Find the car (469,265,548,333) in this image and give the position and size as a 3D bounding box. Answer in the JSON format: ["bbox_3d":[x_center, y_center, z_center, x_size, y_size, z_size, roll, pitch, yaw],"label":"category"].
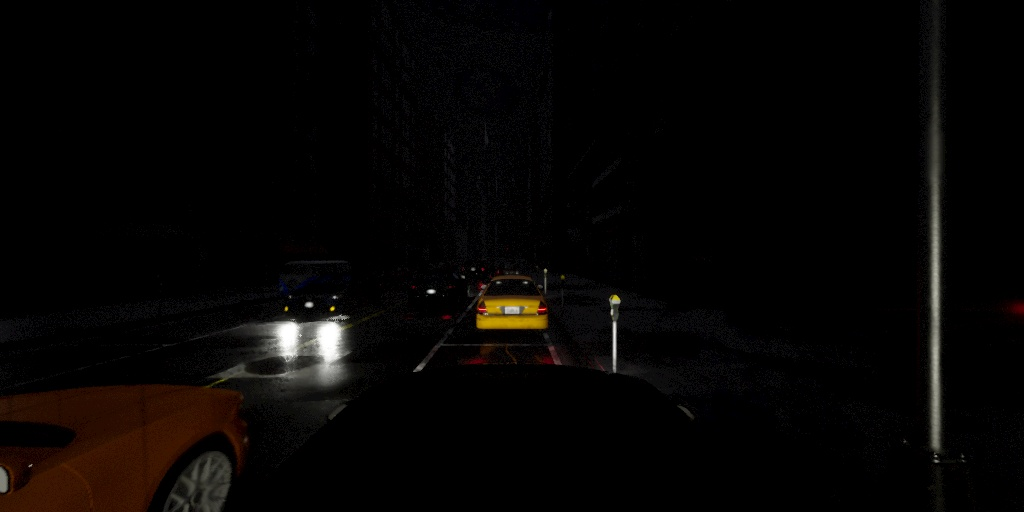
[{"bbox_3d":[0.005,1.207,10.690,1.801,1.575,5.366,0,0,0],"label":"car"}]

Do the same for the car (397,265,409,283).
[{"bbox_3d":[-8.813,1.335,27.331,1.802,1.307,4.207,0,0,0],"label":"car"}]

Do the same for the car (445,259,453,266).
[{"bbox_3d":[-8.814,1.341,43.834,1.802,1.307,4.207,0,0,0],"label":"car"}]

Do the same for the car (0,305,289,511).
[{"bbox_3d":[-3.046,1.228,0.829,1.882,1.535,5.008,0,0,0],"label":"car"}]

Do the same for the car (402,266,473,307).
[{"bbox_3d":[-3.045,1.315,15.511,1.994,1.385,4.181,0,0,0],"label":"car"}]

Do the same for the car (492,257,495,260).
[{"bbox_3d":[-3.045,1.251,45.276,2.128,1.511,4.902,0,0,0],"label":"car"}]

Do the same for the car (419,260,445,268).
[{"bbox_3d":[-8.813,1.322,38.333,1.948,1.339,4.313,0,0,0],"label":"car"}]

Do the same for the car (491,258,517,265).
[{"bbox_3d":[-0.288,1.193,27.330,1.967,1.591,4.097,0,0,0],"label":"car"}]

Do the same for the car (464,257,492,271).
[{"bbox_3d":[-3.145,1.107,31.115,2.097,1.767,4.553,0,0,0],"label":"car"}]

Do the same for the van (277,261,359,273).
[{"bbox_3d":[-8.813,1.091,16.328,1.690,1.789,3.998,0,0,0],"label":"van"}]

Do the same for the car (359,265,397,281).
[{"bbox_3d":[-8.813,1.317,21.829,1.948,1.339,4.313,0,0,0],"label":"car"}]

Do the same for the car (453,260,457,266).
[{"bbox_3d":[-8.814,1.201,49.336,1.967,1.591,4.097,0,0,0],"label":"car"}]

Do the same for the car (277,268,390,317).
[{"bbox_3d":[-6.245,1.314,13.024,1.994,1.385,4.181,0,0,0],"label":"car"}]
